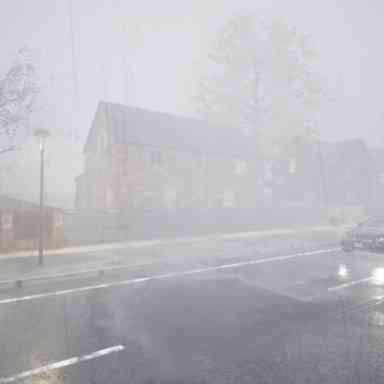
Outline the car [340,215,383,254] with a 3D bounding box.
[{"bbox_3d":[7.796,1.644,13.082,4.674,1.442,1.812,1,0,-35],"label":"car"}]
